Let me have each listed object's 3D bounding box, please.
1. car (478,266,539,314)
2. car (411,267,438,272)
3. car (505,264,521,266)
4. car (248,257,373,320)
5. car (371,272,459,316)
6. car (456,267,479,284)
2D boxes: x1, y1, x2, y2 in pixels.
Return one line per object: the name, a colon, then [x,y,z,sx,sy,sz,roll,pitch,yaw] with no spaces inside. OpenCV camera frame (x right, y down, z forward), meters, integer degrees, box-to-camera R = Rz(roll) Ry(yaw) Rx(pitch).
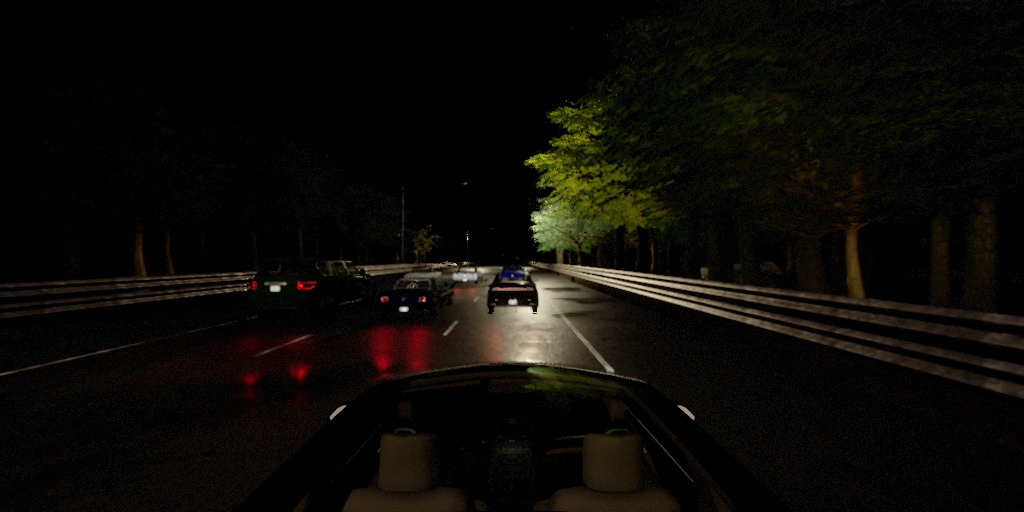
car: [0.046,1.344,14.383,2.128,1.511,4.902,0,0,0]
car: [-6.960,1.559,28.774,1.895,1.301,4.718,0,-1,1]
car: [0.056,1.430,30.606,1.882,1.535,5.008,0,-1,1]
car: [-6.964,1.067,13.262,2.150,2.045,5.566,0,0,0]
car: [-3.459,1.448,13.775,1.895,1.301,4.718,0,0,0]
car: [-3.460,1.551,28.775,1.895,1.301,4.718,0,-2,1]
